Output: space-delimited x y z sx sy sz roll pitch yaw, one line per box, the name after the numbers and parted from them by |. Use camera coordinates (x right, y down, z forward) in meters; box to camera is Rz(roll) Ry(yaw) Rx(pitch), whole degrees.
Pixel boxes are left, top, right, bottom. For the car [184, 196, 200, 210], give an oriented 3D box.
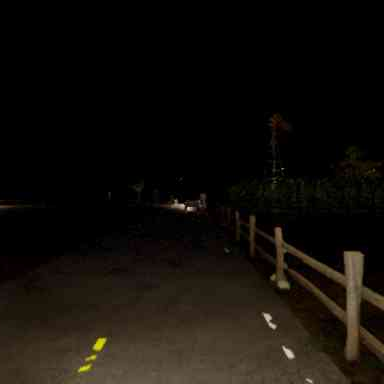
0.007 1.564 48.709 2.150 2.045 5.566 0 0 0 | car
